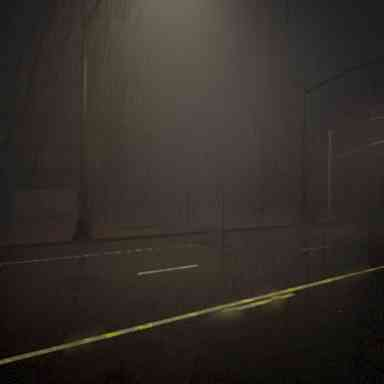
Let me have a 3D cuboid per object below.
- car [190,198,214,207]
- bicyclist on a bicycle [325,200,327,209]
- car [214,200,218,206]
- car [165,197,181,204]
[{"bbox_3d":[1.440,1.940,62.167,1.812,1.442,4.674,1,0,-35],"label":"car"},{"bbox_3d":[21.610,1.840,52.844,1.656,1.620,0.582,1,0,-36],"label":"bicyclist on a bicycle"},{"bbox_3d":[3.283,2.018,65.731,1.994,1.385,4.181,1,0,-36],"label":"car"},{"bbox_3d":[-4.370,1.921,76.354,1.812,1.442,4.674,1,0,-36],"label":"car"}]
